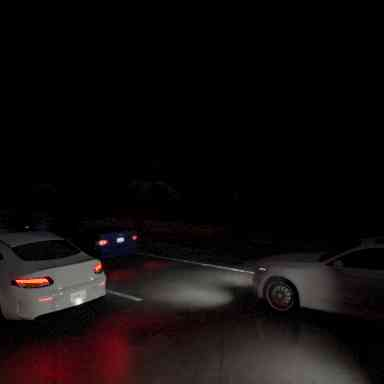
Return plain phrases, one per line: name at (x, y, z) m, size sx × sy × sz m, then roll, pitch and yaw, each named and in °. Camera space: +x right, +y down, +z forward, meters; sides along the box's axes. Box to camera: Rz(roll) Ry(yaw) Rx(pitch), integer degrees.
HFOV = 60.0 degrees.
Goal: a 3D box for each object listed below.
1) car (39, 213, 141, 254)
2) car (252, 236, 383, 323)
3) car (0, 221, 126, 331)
car at (-4.152, 1.431, 11.312) m, size 5.357 × 1.411 × 2.033 m, roll 1°, pitch 1°, yaw 36°
car at (3.375, 1.525, 5.885) m, size 4.674 × 1.442 × 1.812 m, roll 0°, pitch 0°, yaw 36°
car at (-3.677, 1.455, 6.651) m, size 4.674 × 1.442 × 1.812 m, roll 1°, pitch 1°, yaw 36°
